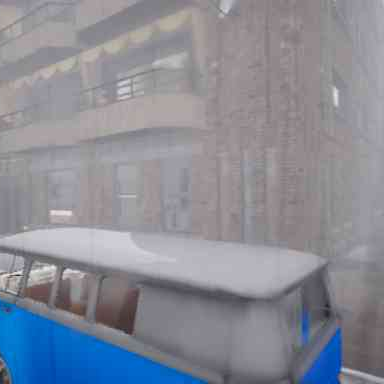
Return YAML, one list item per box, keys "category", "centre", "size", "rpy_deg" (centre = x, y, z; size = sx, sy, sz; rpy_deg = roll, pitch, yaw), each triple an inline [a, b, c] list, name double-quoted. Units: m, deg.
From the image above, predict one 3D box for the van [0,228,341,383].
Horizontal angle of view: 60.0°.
- category: "van"
  centre: [-0.630, 1.339, 3.347]
  size: [3.998, 1.788, 1.690]
  rpy_deg: [0, -1, 36]
